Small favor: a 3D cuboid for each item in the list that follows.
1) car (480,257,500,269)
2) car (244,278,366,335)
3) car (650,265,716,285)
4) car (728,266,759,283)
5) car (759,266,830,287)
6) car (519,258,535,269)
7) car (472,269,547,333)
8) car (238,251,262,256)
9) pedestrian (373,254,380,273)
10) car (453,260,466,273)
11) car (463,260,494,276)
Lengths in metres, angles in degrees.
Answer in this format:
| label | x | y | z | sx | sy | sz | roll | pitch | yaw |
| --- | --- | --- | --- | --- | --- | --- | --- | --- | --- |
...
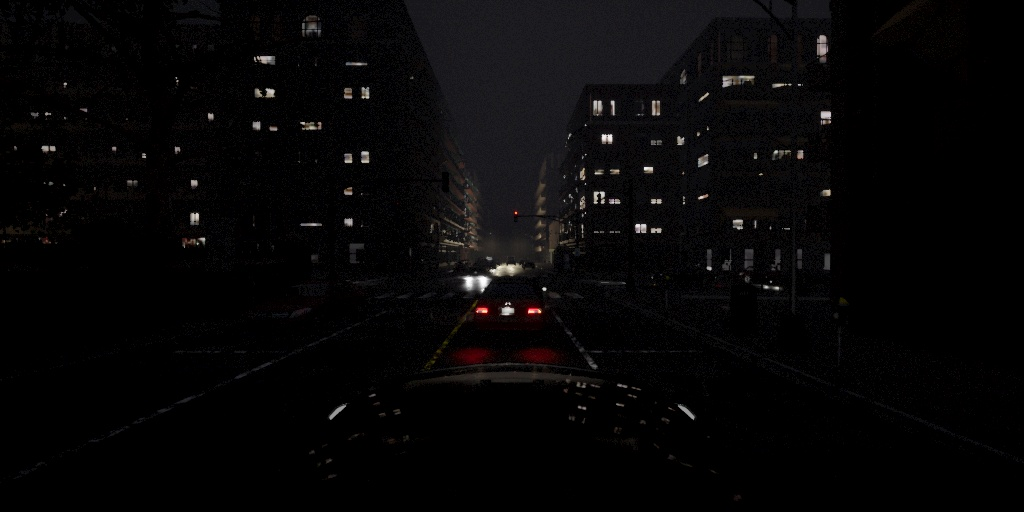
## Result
| label | x | y | z | sx | sy | sz | roll | pitch | yaw |
| --- | --- | --- | --- | --- | --- | --- | --- | --- | --- |
| car | -3.247 | 1.296 | 53.999 | 2.033 | 1.411 | 5.357 | 0 | 0 | 0 |
| car | -5.713 | 1.331 | 10.502 | 1.802 | 1.307 | 4.207 | 0 | 0 | 0 |
| car | 13.690 | 1.502 | 28.752 | 4.902 | 1.511 | 2.128 | 1 | 0 | -1 |
| car | 21.293 | 1.571 | 31.431 | 4.097 | 1.591 | 1.967 | 0 | 0 | -1 |
| car | 23.499 | 1.732 | 28.906 | 5.357 | 1.411 | 2.033 | 1 | 0 | -1 |
| car | 2.535 | 1.299 | 54.209 | 2.007 | 1.370 | 4.403 | 0 | 0 | 0 |
| car | 0.052 | 1.297 | 10.715 | 2.033 | 1.411 | 5.357 | 0 | 0 | 3 |
| car | -17.606 | 0.694 | 25.075 | 5.566 | 2.045 | 2.150 | 1 | 0 | -1 |
| pedestrian | -12.807 | 0.652 | 33.884 | 0.375 | 1.860 | 0.375 | 0 | -1 | -1 |
| car | -5.811 | 1.188 | 42.912 | 1.967 | 1.591 | 4.097 | 0 | 0 | 0 |
| car | -3.450 | 1.349 | 37.868 | 1.895 | 1.301 | 4.718 | 0 | 0 | 4 |
